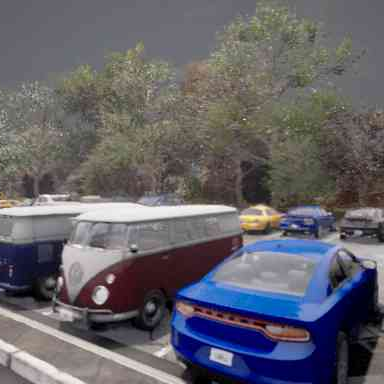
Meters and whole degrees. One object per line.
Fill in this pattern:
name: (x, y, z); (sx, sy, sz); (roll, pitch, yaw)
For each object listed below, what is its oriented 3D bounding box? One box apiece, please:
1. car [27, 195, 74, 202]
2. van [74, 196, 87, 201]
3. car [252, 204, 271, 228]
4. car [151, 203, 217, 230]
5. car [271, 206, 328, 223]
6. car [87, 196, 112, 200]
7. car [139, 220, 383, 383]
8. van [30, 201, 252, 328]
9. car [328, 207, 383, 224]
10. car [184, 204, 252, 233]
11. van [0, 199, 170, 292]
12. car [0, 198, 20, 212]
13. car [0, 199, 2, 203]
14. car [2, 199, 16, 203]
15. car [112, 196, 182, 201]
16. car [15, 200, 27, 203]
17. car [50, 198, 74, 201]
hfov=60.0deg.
car: (-11.769, 1.310, 30.926); (2.435, 2.045, 5.566); (0, 0, 35)
van: (-7.182, 1.336, 27.799); (1.878, 1.987, 4.442); (0, 0, 35)
car: (4.202, 1.523, 19.853); (1.946, 1.575, 5.366); (0, 0, 35)
car: (-0.427, 1.580, 22.927); (2.163, 1.488, 4.792); (0, 0, 35)
car: (6.362, 1.510, 18.097); (2.097, 1.535, 5.008); (0, 0, 35)
car: (-4.964, 1.311, 26.126); (2.435, 2.045, 5.566); (0, 0, 35)
car: (1.714, 1.504, 5.370); (2.097, 1.535, 5.008); (-1, 0, 35)
van: (-0.646, 1.299, 6.898); (1.878, 1.987, 4.442); (-1, 0, 35)
car: (8.632, 1.492, 16.495); (2.231, 1.521, 4.892); (-1, 0, 35)
car: (1.814, 1.573, 21.275); (2.163, 1.488, 4.792); (0, 0, 35)
van: (-2.801, 1.315, 8.703); (1.878, 1.987, 4.442); (0, 0, 35)
car: (-23.125, 1.560, 38.907); (2.231, 1.521, 4.892); (0, 0, 35)
car: (-20.965, 1.557, 37.151); (1.946, 1.575, 5.366); (0, 0, 35)
car: (-16.305, 1.435, 34.128); (2.185, 1.767, 4.553); (0, 0, 35)
car: (-2.728, 1.306, 24.480); (2.435, 2.045, 5.566); (0, 0, 35)
car: (-14.070, 1.590, 32.479); (2.163, 1.488, 4.792); (0, 0, 35)
car: (-9.410, 1.558, 29.455); (1.946, 1.575, 5.366); (0, 0, 35)
